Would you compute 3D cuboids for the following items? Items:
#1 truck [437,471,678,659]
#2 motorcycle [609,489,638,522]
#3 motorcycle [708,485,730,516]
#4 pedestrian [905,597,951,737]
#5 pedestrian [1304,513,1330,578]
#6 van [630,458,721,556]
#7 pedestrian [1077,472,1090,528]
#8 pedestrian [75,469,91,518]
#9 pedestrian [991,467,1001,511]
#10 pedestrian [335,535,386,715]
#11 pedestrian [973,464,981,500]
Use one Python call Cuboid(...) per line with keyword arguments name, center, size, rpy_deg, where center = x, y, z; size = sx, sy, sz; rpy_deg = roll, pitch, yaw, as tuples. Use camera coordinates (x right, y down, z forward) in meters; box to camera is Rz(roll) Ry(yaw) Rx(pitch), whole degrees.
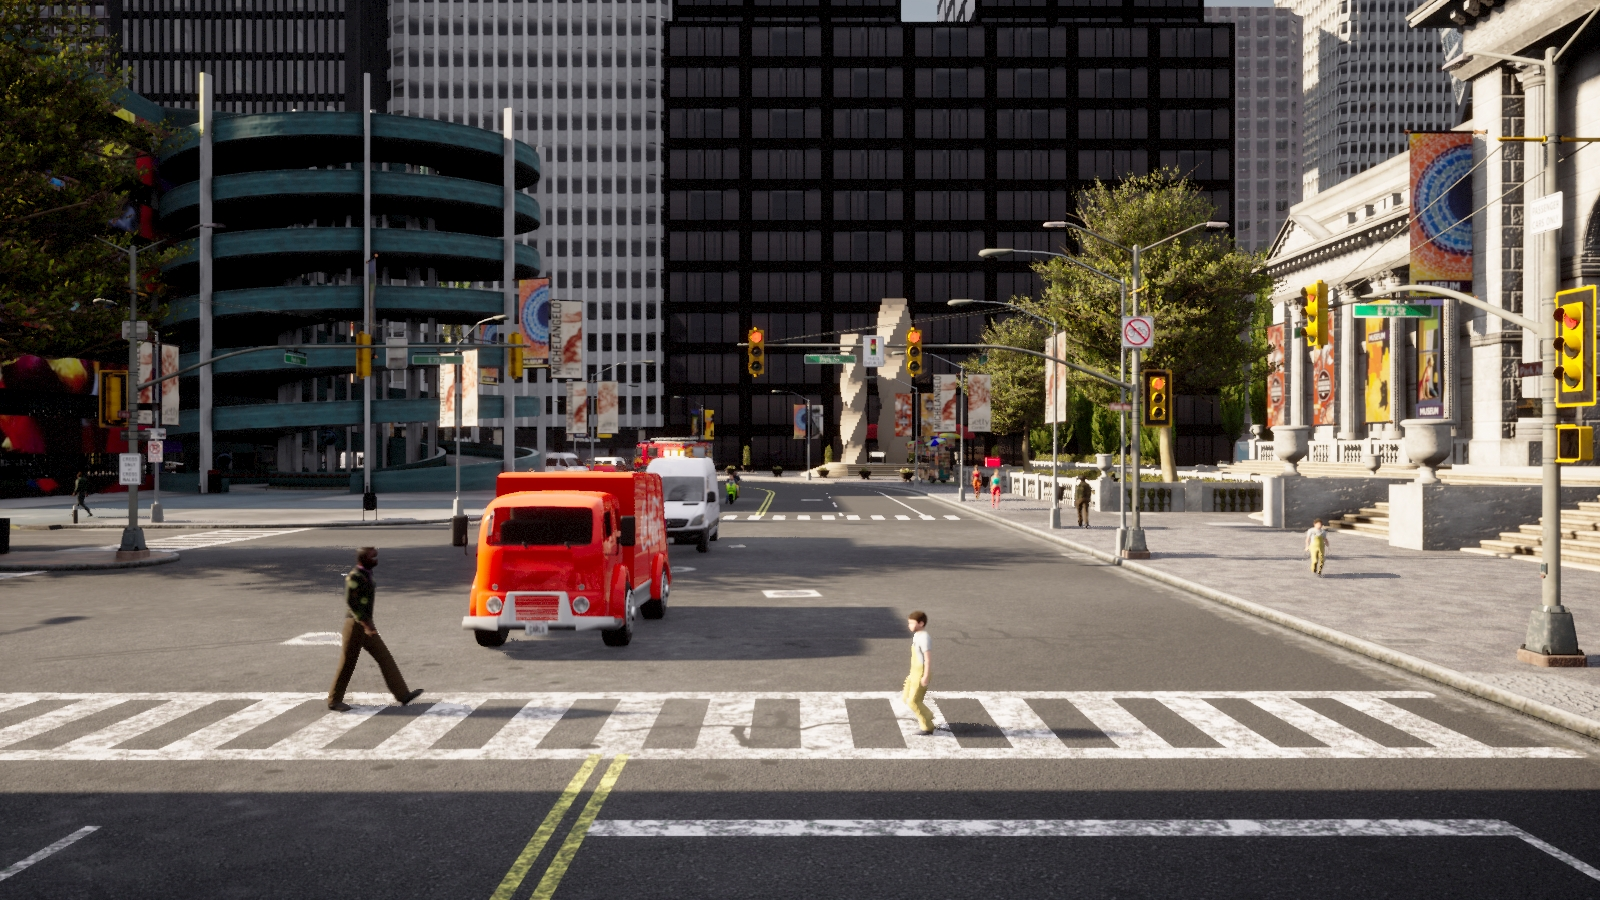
Cuboid(name="truck", center=(-3.491, 1.571, 17.741), size=(2.627, 2.467, 5.204), rpy_deg=(0, -1, 0))
Cuboid(name="motorcycle", center=(-6.911, 2.165, 44.849), size=(0.856, 1.236, 1.805), rpy_deg=(0, 0, 0))
Cuboid(name="motorcycle", center=(-3.451, 2.163, 48.921), size=(0.856, 1.236, 1.805), rpy_deg=(0, 0, -1))
Cuboid(name="pedestrian", center=(1.256, 2.124, 11.238), size=(0.375, 1.300, 0.375), rpy_deg=(0, 0, -6))
Cuboid(name="pedestrian", center=(10.641, 1.967, 23.540), size=(0.375, 1.300, 0.375), rpy_deg=(0, 0, 2))
Cuboid(name="van", center=(-3.499, 1.522, 33.141), size=(1.988, 2.561, 5.915), rpy_deg=(0, 0, 0))
Cuboid(name="pedestrian", center=(9.496, 1.681, 38.276), size=(0.375, 1.860, 0.375), rpy_deg=(0, 0, 1))
Cuboid(name="pedestrian", center=(-27.533, 1.679, 43.882), size=(0.375, 1.860, 0.375), rpy_deg=(0, 0, 8))
Cuboid(name="pedestrian", center=(8.474, 1.677, 49.410), size=(0.375, 1.860, 0.375), rpy_deg=(0, 0, 0))
Cuboid(name="pedestrian", center=(-4.669, 1.844, 12.141), size=(0.375, 1.860, 0.375), rpy_deg=(0, 0, 4))
Cuboid(name="pedestrian", center=(9.210, 1.672, 59.508), size=(0.375, 1.860, 0.375), rpy_deg=(0, 0, 7))
